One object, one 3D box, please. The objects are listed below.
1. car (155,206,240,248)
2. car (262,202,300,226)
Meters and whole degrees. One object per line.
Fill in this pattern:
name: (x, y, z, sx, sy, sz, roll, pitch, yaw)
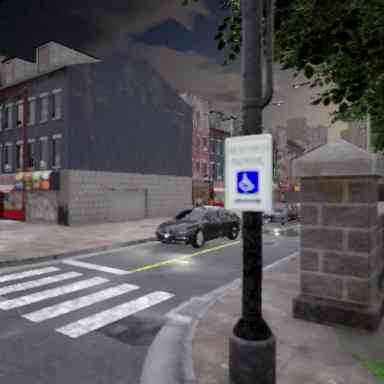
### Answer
car: (0.418, 1.417, 14.657, 1.837, 1.490, 4.892, 0, 0, 35)
car: (6.117, 1.415, 22.689, 2.033, 1.411, 5.357, 0, 0, 36)
